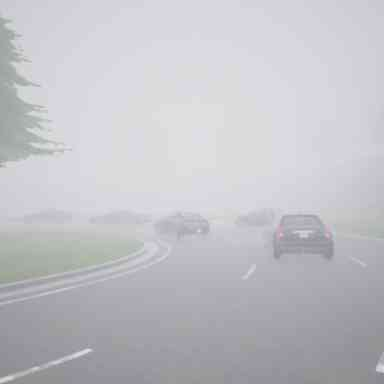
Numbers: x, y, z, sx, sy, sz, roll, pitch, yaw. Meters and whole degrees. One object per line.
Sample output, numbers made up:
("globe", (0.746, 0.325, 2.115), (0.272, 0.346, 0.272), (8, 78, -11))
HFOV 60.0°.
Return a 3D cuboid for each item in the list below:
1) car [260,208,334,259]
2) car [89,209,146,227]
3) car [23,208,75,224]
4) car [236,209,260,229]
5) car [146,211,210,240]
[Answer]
("car", (4.188, 1.584, 13.737), (2.097, 1.767, 4.553), (-1, -1, 7))
("car", (-6.111, 2.198, 28.512), (5.357, 1.411, 2.033), (-1, -1, 19))
("car", (-14.009, 2.353, 32.648), (4.674, 1.442, 1.812), (-1, -2, -4))
("car", (5.031, 1.907, 23.459), (2.128, 1.511, 4.902), (0, -1, -29))
("car", (-0.732, 1.901, 19.687), (2.128, 1.511, 4.902), (0, -2, -27))
